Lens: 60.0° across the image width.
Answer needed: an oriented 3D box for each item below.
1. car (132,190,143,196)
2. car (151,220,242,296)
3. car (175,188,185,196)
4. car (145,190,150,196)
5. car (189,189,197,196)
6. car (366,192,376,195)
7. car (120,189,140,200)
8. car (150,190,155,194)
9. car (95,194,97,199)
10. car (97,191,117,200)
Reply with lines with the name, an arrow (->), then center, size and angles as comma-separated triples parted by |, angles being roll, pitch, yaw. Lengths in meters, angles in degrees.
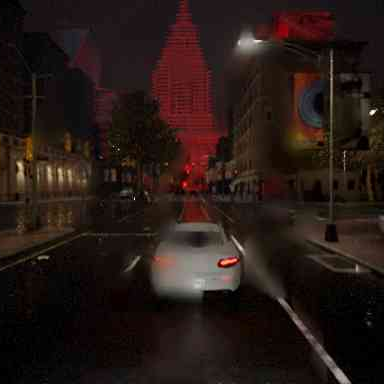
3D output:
car -> -14.623, 0.215, 90.095 | 2.033, 1.411, 5.357 | 0, 1, 0
car -> 0.110, 1.405, 8.198 | 1.812, 1.442, 4.674 | 0, 1, 1
car -> -3.138, -0.040, 86.510 | 2.150, 2.045, 5.566 | 0, 1, 0
car -> -11.189, 0.393, 74.600 | 1.882, 1.535, 5.008 | 0, 1, 0
car -> 0.362, 0.235, 86.469 | 1.837, 1.490, 4.892 | 0, 1, 0
car -> 34.730, 0.487, 68.107 | 2.231, 1.521, 4.892 | 0, 1, 0
car -> -11.298, 0.685, 59.292 | 2.033, 1.411, 5.357 | 0, 1, 1
car -> -11.123, 0.153, 90.079 | 1.882, 1.535, 5.008 | 0, 1, 0
car -> -17.970, 0.622, 66.936 | 1.895, 1.301, 4.718 | 0, 1, 0
car -> -14.800, 0.642, 59.371 | 1.837, 1.490, 4.892 | 0, 1, 1
